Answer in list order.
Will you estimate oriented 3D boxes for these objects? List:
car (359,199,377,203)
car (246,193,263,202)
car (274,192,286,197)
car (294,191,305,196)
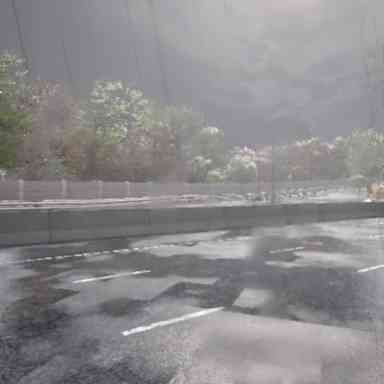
[{"bbox_3d":[25.747,1.769,48.528,4.181,1.385,1.994,0,0,-35],"label":"car"},{"bbox_3d":[11.326,1.022,60.483,2.128,1.511,4.902,0,1,31],"label":"car"},{"bbox_3d":[19.352,0.766,73.620,1.837,1.490,4.892,0,1,32],"label":"car"},{"bbox_3d":[28.010,0.293,86.509,1.895,1.301,4.718,0,2,35],"label":"car"}]
